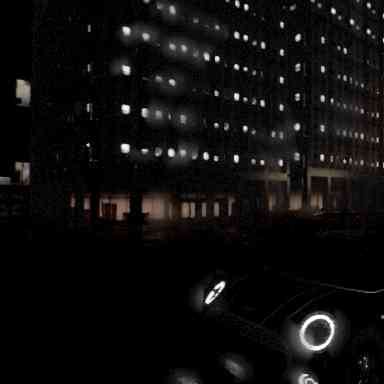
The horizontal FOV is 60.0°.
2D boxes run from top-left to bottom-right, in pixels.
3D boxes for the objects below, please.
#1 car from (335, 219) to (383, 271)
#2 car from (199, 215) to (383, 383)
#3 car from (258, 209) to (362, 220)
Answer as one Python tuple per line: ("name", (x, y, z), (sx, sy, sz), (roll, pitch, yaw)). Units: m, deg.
("car", (7.142, 1.714, 11.654), (4.313, 1.339, 1.947), (1, -1, -35))
("car", (2.310, 1.408, 5.025), (4.553, 1.767, 2.097), (1, 0, -35))
("car", (2.648, 1.398, 8.450), (5.009, 1.841, 2.192), (1, -1, -35))
